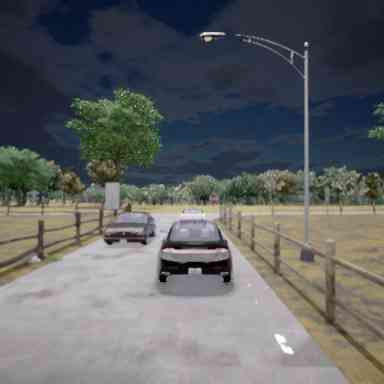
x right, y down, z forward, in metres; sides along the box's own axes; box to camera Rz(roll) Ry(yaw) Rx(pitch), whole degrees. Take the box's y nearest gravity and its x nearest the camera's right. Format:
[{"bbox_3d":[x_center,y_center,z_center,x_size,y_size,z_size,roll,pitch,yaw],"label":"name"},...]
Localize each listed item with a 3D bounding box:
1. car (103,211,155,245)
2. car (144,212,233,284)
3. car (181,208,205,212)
[{"bbox_3d":[-2.836,1.676,16.385,2.033,1.411,5.357,0,-1,0],"label":"car"},{"bbox_3d":[0.074,1.560,9.807,2.128,1.511,4.902,0,0,0],"label":"car"},{"bbox_3d":[0.084,1.835,25.350,1.895,1.301,4.718,0,-1,1],"label":"car"}]
